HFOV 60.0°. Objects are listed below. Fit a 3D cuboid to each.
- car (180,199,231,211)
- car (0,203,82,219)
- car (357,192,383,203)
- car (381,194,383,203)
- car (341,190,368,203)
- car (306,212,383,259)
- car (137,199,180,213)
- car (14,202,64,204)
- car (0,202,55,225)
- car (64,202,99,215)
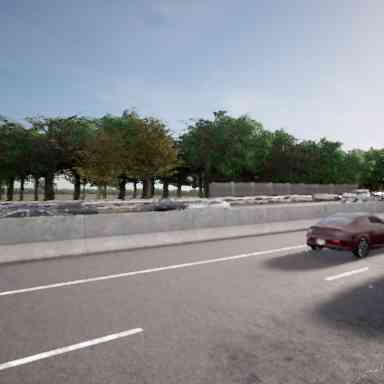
[{"bbox_3d":[1.576,1.426,30.890,4.674,1.442,1.812,-1,0,-35],"label":"car"},{"bbox_3d":[-8.041,1.485,15.450,4.902,1.511,2.128,0,0,-35],"label":"car"},{"bbox_3d":[23.613,1.104,42.265,4.902,1.511,2.128,-1,1,-35],"label":"car"},{"bbox_3d":[31.915,0.992,52.413,4.181,1.385,1.994,-1,1,-35],"label":"car"},{"bbox_3d":[25.876,0.722,52.420,5.566,2.045,2.150,-1,1,-35],"label":"car"},{"bbox_3d":[6.174,1.478,12.437,4.674,1.442,1.812,0,0,-35],"label":"car"},{"bbox_3d":[-2.883,1.419,31.811,4.902,1.511,2.128,0,0,-37],"label":"car"},{"bbox_3d":[-10.056,1.471,18.311,5.008,1.535,1.882,0,0,-35],"label":"car"},{"bbox_3d":[-12.628,1.516,24.173,4.674,1.442,1.812,0,0,-38],"label":"car"},{"bbox_3d":[-9.009,1.487,23.318,4.892,1.490,1.837,0,0,-35],"label":"car"}]
